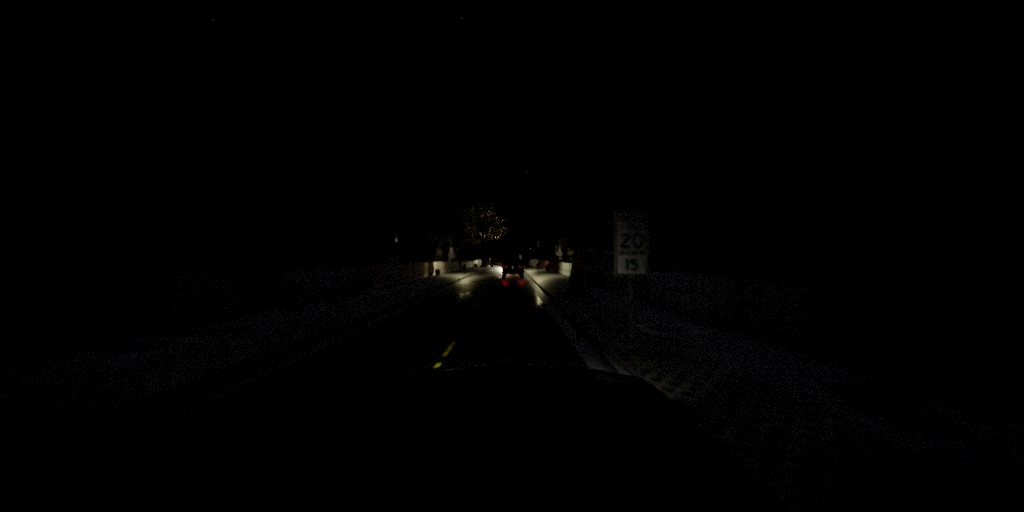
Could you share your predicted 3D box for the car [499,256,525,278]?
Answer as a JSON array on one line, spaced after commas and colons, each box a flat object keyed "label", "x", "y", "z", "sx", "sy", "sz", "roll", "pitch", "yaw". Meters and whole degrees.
[{"label": "car", "x": 0.100, "y": 1.180, "z": 37.023, "sx": 2.150, "sy": 2.045, "sz": 5.566, "roll": 0, "pitch": 0, "yaw": 0}]
